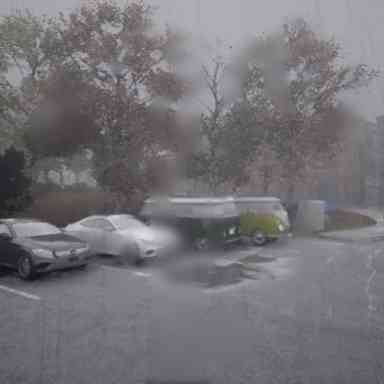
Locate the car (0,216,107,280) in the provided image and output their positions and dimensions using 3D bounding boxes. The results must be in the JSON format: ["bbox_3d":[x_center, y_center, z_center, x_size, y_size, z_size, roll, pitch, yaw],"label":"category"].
[{"bbox_3d":[-5.004,1.521,10.004,4.674,1.452,2.002,-1,-1,35],"label":"car"}]

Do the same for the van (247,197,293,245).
[{"bbox_3d":[2.285,1.231,15.068,4.442,1.987,1.878,-1,-1,35],"label":"van"}]

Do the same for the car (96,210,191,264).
[{"bbox_3d":[-2.607,1.511,11.716,4.674,1.452,2.002,-1,-1,34],"label":"car"}]

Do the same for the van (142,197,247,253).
[{"bbox_3d":[-0.311,1.241,13.483,4.442,1.987,1.878,-1,0,35],"label":"van"}]
